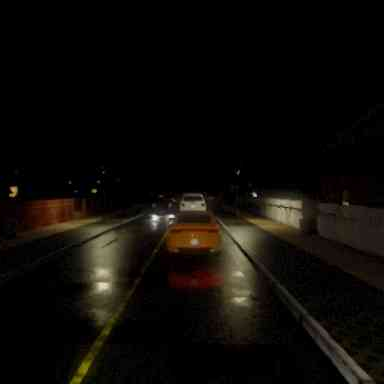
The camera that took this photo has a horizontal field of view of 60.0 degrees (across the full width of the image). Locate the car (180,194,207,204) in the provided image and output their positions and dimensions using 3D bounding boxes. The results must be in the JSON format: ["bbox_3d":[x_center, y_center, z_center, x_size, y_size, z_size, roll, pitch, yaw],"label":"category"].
[{"bbox_3d":[0.096,1.178,29.099,2.150,2.045,5.566,0,0,0],"label":"car"}]

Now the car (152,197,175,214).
[{"bbox_3d":[-2.834,1.301,33.737,2.097,1.767,4.553,0,0,0],"label":"car"}]

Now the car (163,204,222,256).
[{"bbox_3d":[0.088,1.456,13.130,1.882,1.535,5.008,0,0,0],"label":"car"}]
